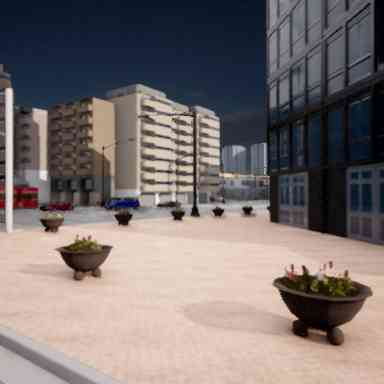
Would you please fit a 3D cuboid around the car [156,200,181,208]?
[{"bbox_3d":[-4.174,2.238,60.980,2.033,1.411,5.357,0,-1,35],"label":"car"}]

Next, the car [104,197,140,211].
[{"bbox_3d":[-9.784,1.685,47.184,2.150,2.045,5.566,0,-1,35],"label":"car"}]

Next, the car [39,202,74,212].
[{"bbox_3d":[-17.300,1.912,42.653,1.994,1.385,4.181,0,-1,35],"label":"car"}]
